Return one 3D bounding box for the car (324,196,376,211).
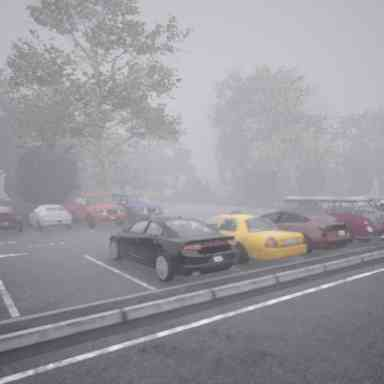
[{"bbox_3d":[18.723,1.284,39.714,1.946,1.575,5.366,0,0,-36],"label":"car"}]

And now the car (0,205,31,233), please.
[{"bbox_3d":[-10.851,1.457,18.786,2.097,1.535,5.008,0,0,-36],"label":"car"}]

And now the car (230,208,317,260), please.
[{"bbox_3d":[1.357,1.420,11.671,1.946,1.575,5.366,0,0,-36],"label":"car"}]

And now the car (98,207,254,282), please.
[{"bbox_3d":[-0.809,1.437,9.887,2.097,1.535,5.008,0,0,-36],"label":"car"}]

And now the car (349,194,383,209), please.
[{"bbox_3d":[23.112,1.137,43.118,2.185,1.767,4.553,0,0,-36],"label":"car"}]

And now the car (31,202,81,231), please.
[{"bbox_3d":[-8.688,1.481,20.336,2.002,1.452,4.674,0,0,-36],"label":"car"}]

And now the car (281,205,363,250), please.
[{"bbox_3d":[3.728,1.440,13.174,2.163,1.488,4.792,0,0,-36],"label":"car"}]

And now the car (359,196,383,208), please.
[{"bbox_3d":[25.406,1.279,44.685,2.163,1.488,4.792,0,0,-36],"label":"car"}]

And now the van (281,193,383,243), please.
[{"bbox_3d":[6.093,1.172,14.686,1.878,1.987,4.442,0,0,-36],"label":"van"}]

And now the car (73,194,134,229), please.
[{"bbox_3d":[-6.309,1.175,22.005,2.435,2.045,5.566,0,0,-36],"label":"car"}]

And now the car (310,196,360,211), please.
[{"bbox_3d":[16.354,1.301,38.254,2.231,1.521,4.892,0,0,-36],"label":"car"}]

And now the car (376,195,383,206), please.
[{"bbox_3d":[29.797,1.222,48.089,1.946,1.575,5.366,0,0,-36],"label":"car"}]

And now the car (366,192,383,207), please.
[{"bbox_3d":[27.629,0.986,46.345,2.435,2.045,5.566,0,0,-36],"label":"car"}]

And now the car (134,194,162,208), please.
[{"bbox_3d":[-4.144,1.163,23.554,2.435,2.045,5.566,0,0,-36],"label":"car"}]
